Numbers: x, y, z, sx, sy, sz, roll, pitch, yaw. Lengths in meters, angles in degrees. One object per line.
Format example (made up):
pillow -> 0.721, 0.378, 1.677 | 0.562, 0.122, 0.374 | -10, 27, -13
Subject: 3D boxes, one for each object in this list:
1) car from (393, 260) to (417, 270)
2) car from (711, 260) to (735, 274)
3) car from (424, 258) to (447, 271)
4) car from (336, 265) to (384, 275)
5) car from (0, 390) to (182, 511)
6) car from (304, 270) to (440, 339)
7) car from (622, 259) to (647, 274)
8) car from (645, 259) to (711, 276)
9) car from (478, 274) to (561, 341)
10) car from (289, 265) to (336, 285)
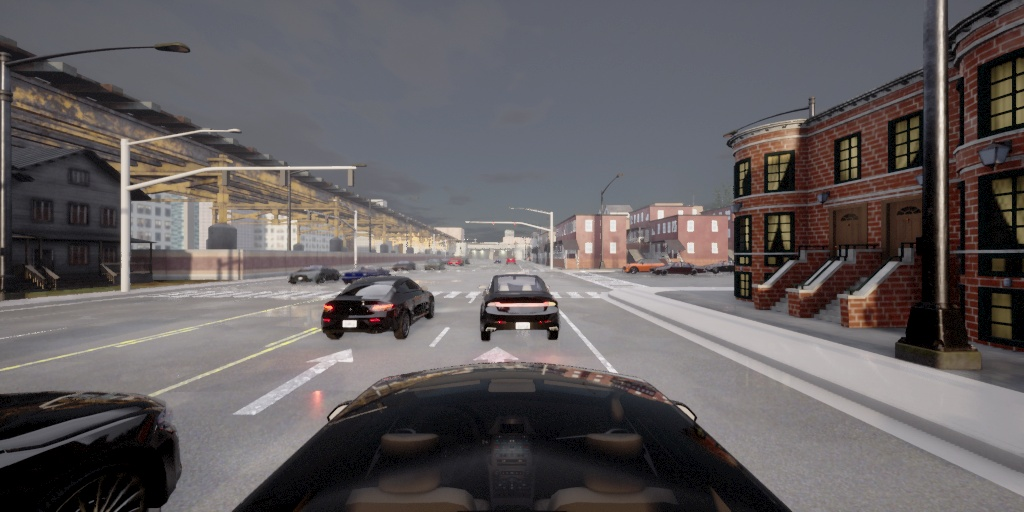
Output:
car -> -14.227, 1.298, 47.906 | 2.033, 1.411, 5.357 | 0, 0, 0
car -> 23.890, 1.241, 40.226 | 4.902, 1.511, 2.128 | 0, 0, 0
car -> -10.557, 1.102, 48.914 | 2.097, 1.767, 4.553 | 0, 0, -2
car -> -10.669, 1.351, 26.335 | 1.895, 1.301, 4.718 | 0, 0, 0
car -> -3.395, 1.242, 0.668 | 2.128, 1.511, 4.902 | 0, 0, 0
car -> -3.450, 1.276, 9.935 | 1.812, 1.442, 4.674 | 0, 0, 0
car -> 14.743, 1.102, 40.198 | 4.553, 1.767, 2.097 | 0, 0, 0
car -> 16.899, 1.297, 36.715 | 5.357, 1.411, 2.033 | 0, 0, 0
car -> 0.092, 1.242, 9.902 | 2.128, 1.511, 4.902 | 0, 0, -3
car -> -14.168, 1.314, 25.983 | 1.994, 1.385, 4.181 | 0, 0, 0
